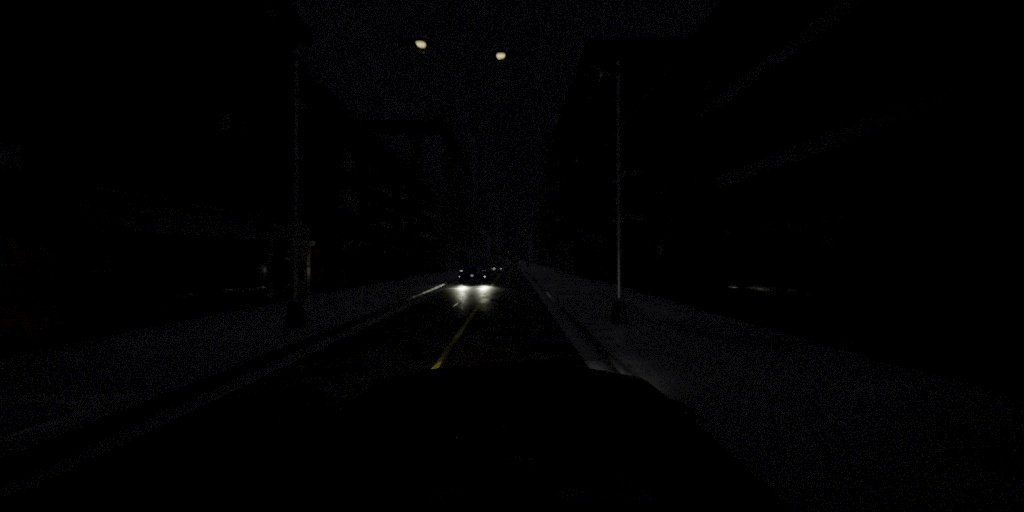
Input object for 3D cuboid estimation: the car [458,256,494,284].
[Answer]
[{"bbox_3d":[-2.848,1.044,28.288,2.150,2.045,5.566,0,0,0],"label":"car"}]
